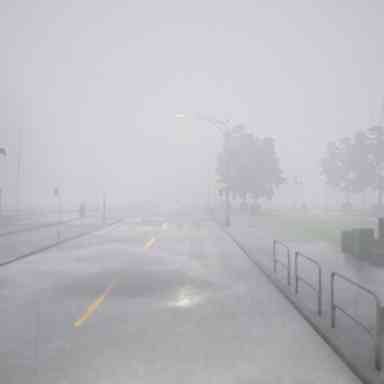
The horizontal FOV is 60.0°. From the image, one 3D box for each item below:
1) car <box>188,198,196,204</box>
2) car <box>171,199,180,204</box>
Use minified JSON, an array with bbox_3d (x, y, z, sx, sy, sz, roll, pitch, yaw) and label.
[{"bbox_3d":[-0.041,2.130,81.069,2.033,1.411,5.357,0,-1,0],"label":"car"},{"bbox_3d":[-4.042,2.347,83.063,1.994,1.385,4.181,0,-1,0],"label":"car"}]
